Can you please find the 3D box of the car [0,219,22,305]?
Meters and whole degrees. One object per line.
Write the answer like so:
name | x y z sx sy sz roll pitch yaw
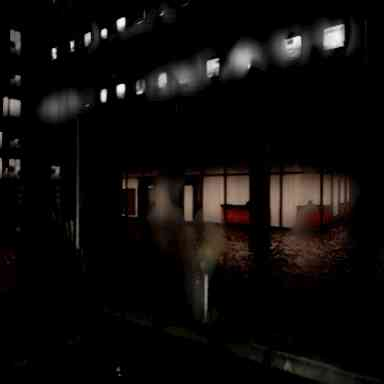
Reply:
car | -5.498 1.361 6.860 5.009 1.841 2.192 0 0 36
